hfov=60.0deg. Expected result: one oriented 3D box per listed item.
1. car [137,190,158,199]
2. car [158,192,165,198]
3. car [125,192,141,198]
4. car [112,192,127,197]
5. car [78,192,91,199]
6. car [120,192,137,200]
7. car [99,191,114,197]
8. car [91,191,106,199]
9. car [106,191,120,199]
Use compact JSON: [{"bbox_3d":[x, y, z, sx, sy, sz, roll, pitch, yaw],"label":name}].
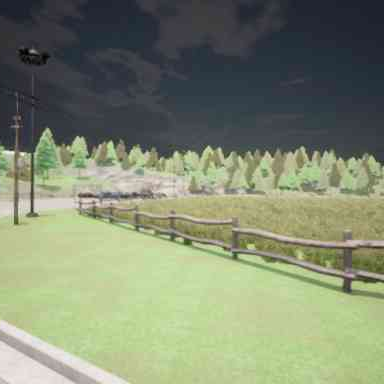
[{"bbox_3d":[-9.525,0.865,71.643,1.837,1.490,4.892,1,0,10],"label":"car"},{"bbox_3d":[-7.768,0.715,81.394,1.994,1.385,4.181,1,0,10],"label":"car"},{"bbox_3d":[-14.657,0.623,82.634,2.033,1.411,5.357,1,0,10],"label":"car"},{"bbox_3d":[-18.097,0.638,83.284,1.895,1.301,4.718,1,0,10],"label":"car"},{"bbox_3d":[-23.393,0.686,73.620,1.882,1.535,5.008,1,0,10],"label":"car"},{"bbox_3d":[-13.060,0.805,71.760,1.882,1.535,5.008,1,0,10],"label":"car"},{"bbox_3d":[-21.545,0.481,83.874,1.882,1.535,5.008,1,0,10],"label":"car"},{"bbox_3d":[-19.876,0.809,73.411,1.994,1.385,4.181,1,0,10],"label":"car"},{"bbox_3d":[-16.410,0.642,72.896,2.097,1.767,4.553,1,0,10],"label":"car"}]
